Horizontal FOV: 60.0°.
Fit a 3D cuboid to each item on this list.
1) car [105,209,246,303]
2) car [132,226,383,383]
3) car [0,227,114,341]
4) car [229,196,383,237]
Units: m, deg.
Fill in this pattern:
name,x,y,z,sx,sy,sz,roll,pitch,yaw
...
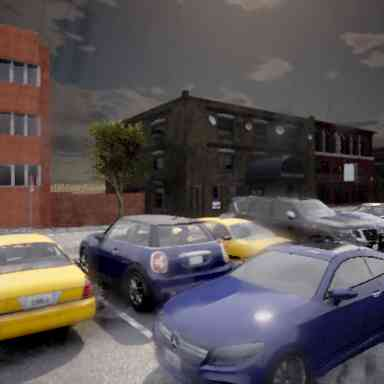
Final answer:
name,x,y,z,sx,sy,sz,roll,pitch,yaw
car,-1.150,1.332,8.130,2.185,1.767,4.553,0,0,-36
car,1.687,1.500,4.892,4.674,1.442,1.812,0,0,-36
car,-3.574,1.472,6.664,1.946,1.575,5.366,0,0,-36
car,3.447,1.171,11.416,2.435,2.045,5.566,0,0,-36
